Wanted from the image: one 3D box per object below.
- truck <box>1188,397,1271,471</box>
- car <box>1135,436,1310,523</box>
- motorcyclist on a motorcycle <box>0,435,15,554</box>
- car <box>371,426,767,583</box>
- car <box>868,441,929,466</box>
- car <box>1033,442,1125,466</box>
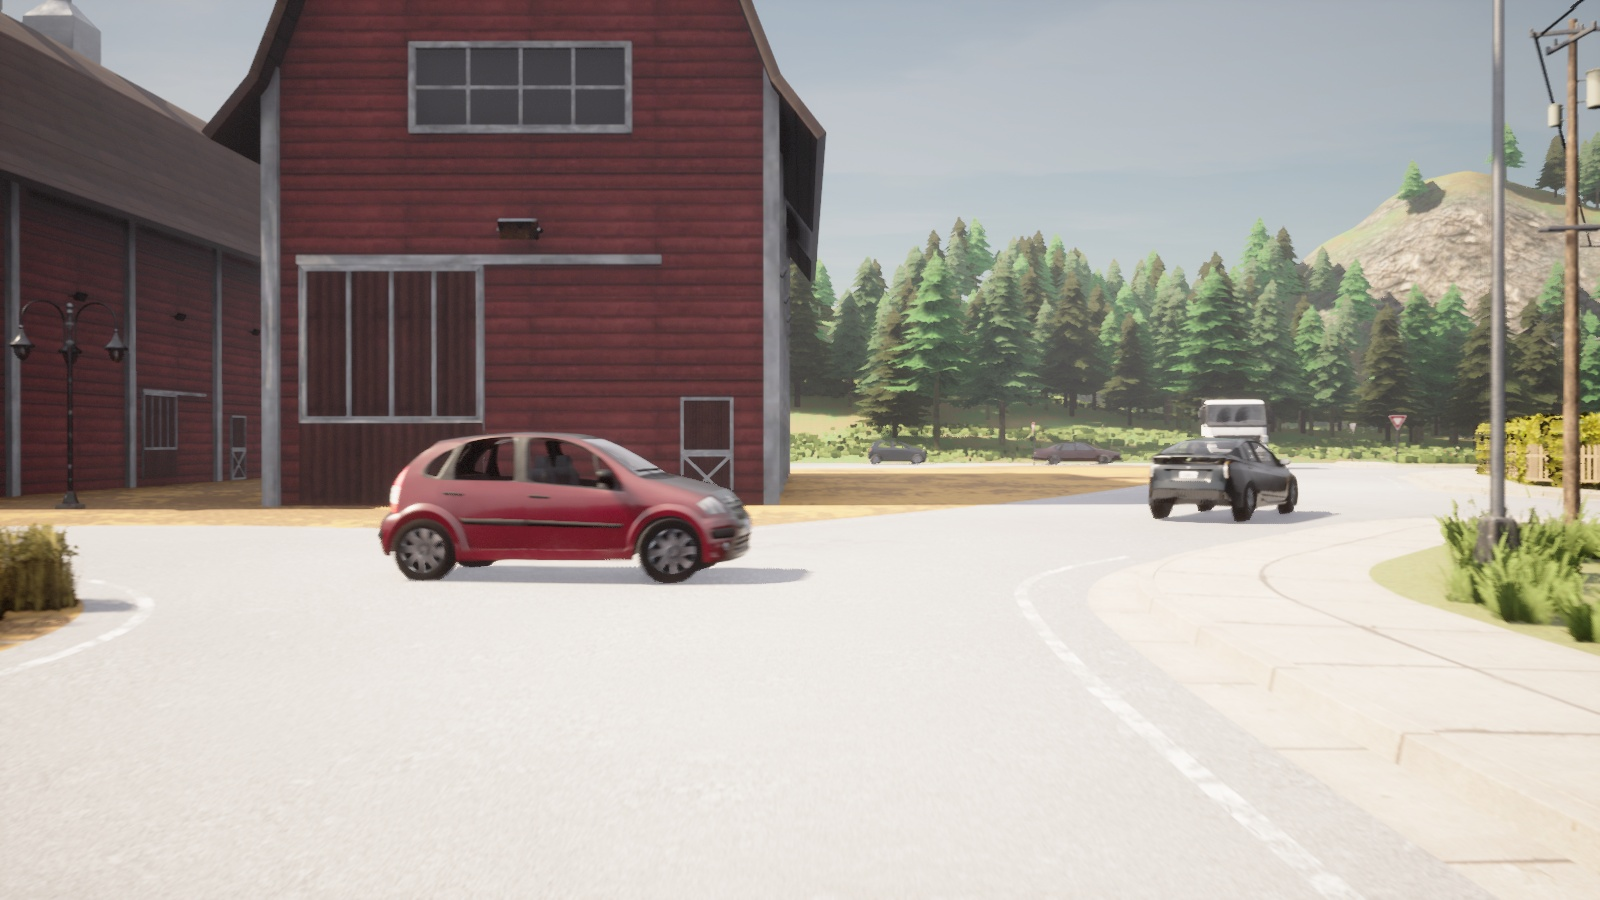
[{"bbox_3d":[21.452,-0.786,63.129,2.891,3.462,7.936,0,0,11],"label":"truck"},{"bbox_3d":[8.292,0.499,24.400,2.007,1.525,4.514,0,1,35],"label":"car"},{"bbox_3d":[-11.602,0.597,16.687,1.817,1.590,0.866,0,1,6],"label":"motorcyclist on a motorcycle"},{"bbox_3d":[-2.471,0.553,14.060,3.988,1.617,1.851,0,1,6],"label":"car"},{"bbox_3d":[6.058,0.190,77.226,3.633,1.501,1.845,0,0,1],"label":"car"},{"bbox_3d":[16.983,0.235,76.751,5.357,1.411,2.033,0,0,9],"label":"car"}]
